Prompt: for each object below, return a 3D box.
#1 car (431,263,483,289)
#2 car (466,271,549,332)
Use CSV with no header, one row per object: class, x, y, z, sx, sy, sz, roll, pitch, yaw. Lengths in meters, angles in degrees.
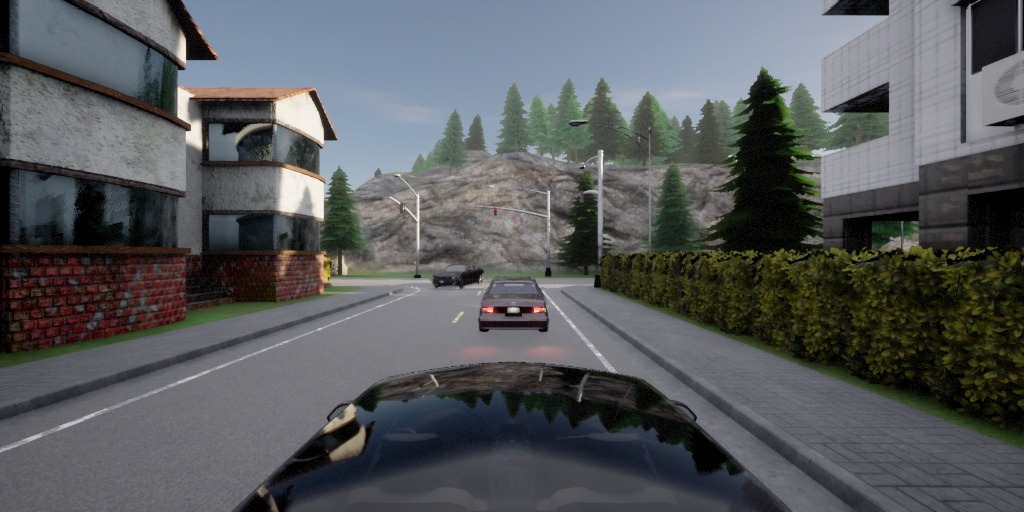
car,-3.421,1.228,23.293,1.882,1.535,5.008,-1,0,16
car,0.055,1.297,10.810,2.033,1.411,5.357,0,0,1
